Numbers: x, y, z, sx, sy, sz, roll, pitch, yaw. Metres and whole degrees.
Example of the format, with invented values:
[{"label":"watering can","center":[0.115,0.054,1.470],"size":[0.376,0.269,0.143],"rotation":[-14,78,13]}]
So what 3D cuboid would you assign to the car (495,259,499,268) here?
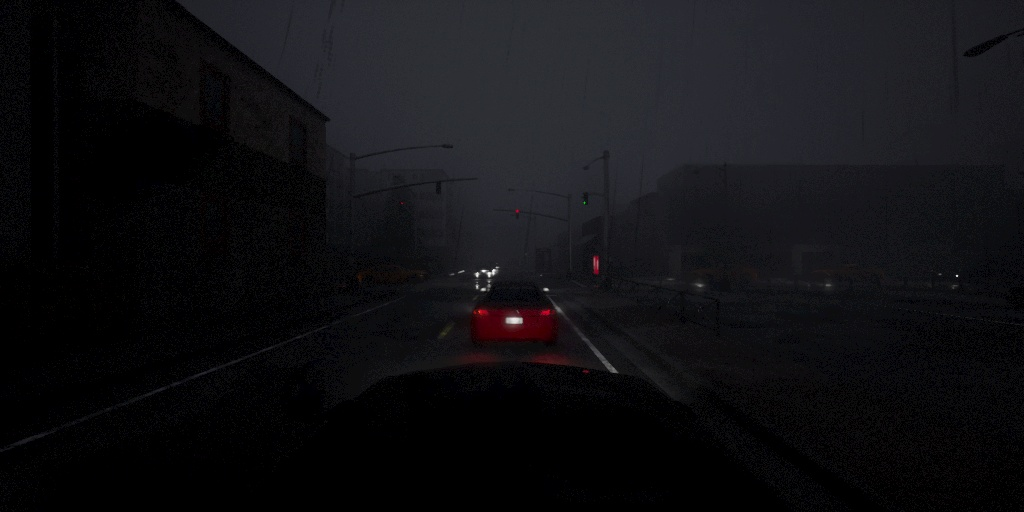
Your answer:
[{"label":"car","center":[-3.520,1.351,56.377],"size":[1.895,1.301,4.718],"rotation":[0,0,0]}]

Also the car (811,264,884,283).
[{"label":"car","center":[27.555,1.404,29.538],"size":[5.008,1.535,1.882],"rotation":[0,0,0]}]

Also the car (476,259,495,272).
[{"label":"car","center":[-3.543,1.276,46.343],"size":[1.812,1.442,4.674],"rotation":[0,0,0]}]

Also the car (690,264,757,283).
[{"label":"car","center":[17.330,1.404,29.529],"size":[5.008,1.535,1.882],"rotation":[0,0,0]}]

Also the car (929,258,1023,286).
[{"label":"car","center":[38.045,1.148,29.531],"size":[5.566,2.045,2.150],"rotation":[0,0,0]}]

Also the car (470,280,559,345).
[{"label":"car","center":[0.072,1.314,9.472],"size":[1.994,1.385,4.181],"rotation":[0,0,0]}]

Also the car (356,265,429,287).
[{"label":"car","center":[-8.524,1.350,25.798],"size":[5.008,1.535,1.882],"rotation":[-2,0,0]}]
